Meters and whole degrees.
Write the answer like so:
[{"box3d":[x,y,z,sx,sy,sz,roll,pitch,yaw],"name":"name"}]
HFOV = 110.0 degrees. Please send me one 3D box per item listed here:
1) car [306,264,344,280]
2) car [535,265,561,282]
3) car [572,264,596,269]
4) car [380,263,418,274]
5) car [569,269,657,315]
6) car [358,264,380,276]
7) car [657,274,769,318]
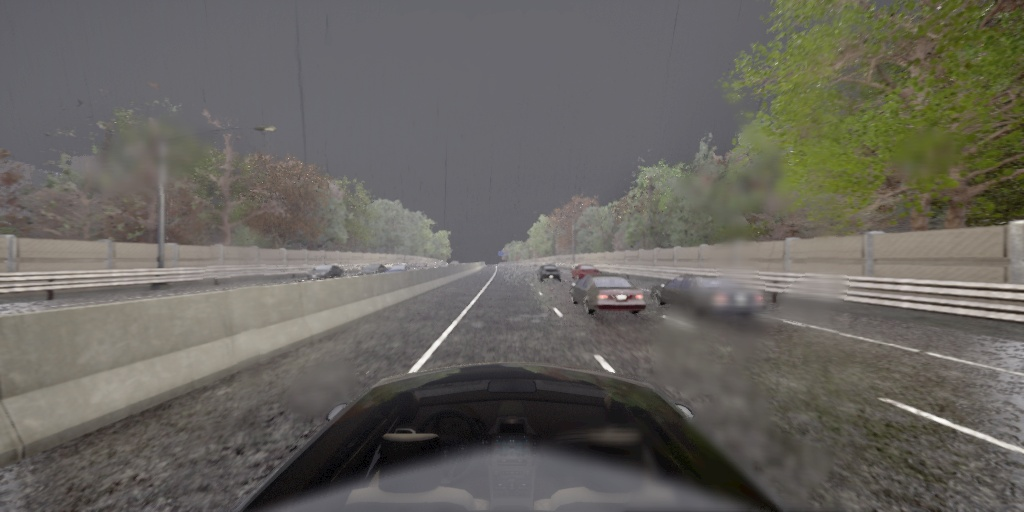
[{"box3d":[-17.869,1.549,34.635,1.812,1.442,4.674,3,-1,-1],"name":"car"},{"box3d":[3.326,1.545,33.097,1.837,1.490,4.892,0,0,-1],"name":"car"},{"box3d":[6.815,1.523,33.816,1.882,1.535,5.008,0,-1,-1],"name":"car"},{"box3d":[-10.901,1.586,34.890,1.812,1.442,4.674,0,-1,-1],"name":"car"},{"box3d":[3.557,1.411,14.203,2.033,1.411,5.357,0,-1,0],"name":"car"},{"box3d":[-14.448,1.592,37.663,1.837,1.490,4.892,0,0,-1],"name":"car"},{"box3d":[7.063,1.404,13.569,2.033,1.411,5.357,0,0,0],"name":"car"}]
